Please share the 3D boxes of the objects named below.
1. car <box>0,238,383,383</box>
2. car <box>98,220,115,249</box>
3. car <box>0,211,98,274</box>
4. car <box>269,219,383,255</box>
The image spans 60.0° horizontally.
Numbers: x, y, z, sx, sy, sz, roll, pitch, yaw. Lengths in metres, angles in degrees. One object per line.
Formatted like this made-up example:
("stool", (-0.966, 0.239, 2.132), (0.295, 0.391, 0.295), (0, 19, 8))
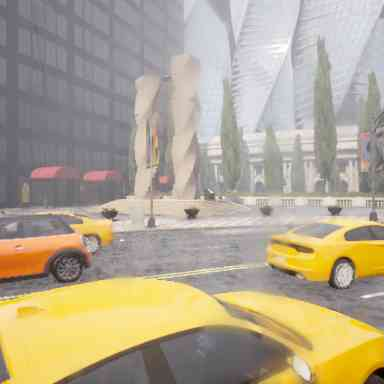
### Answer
("car", (-0.349, 1.477, 2.565), (5.008, 1.535, 1.882), (0, 0, -35))
("car", (-5.346, 1.474, 12.010), (5.008, 1.535, 1.882), (0, 0, -31))
("car", (-4.923, 1.349, 8.092), (4.553, 1.767, 2.097), (0, 0, -33))
("car", (4.410, 1.476, 8.976), (5.008, 1.535, 1.882), (0, 0, -23))
